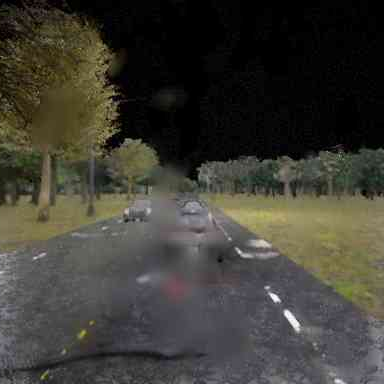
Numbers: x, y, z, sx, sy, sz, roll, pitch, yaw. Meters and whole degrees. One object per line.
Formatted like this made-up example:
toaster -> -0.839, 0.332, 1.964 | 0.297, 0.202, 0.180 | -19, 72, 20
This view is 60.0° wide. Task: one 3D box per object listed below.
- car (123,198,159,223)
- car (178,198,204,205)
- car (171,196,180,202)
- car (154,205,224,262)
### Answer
car -> -3.599, 1.243, 24.240 | 2.097, 1.767, 4.553 | 0, 1, 0
car -> 0.074, 1.406, 27.712 | 1.994, 1.385, 4.181 | 1, 2, 0
car -> -3.519, 1.505, 73.180 | 1.895, 1.301, 4.718 | 0, 0, 0
car -> 0.071, 1.457, 11.970 | 2.128, 1.511, 4.902 | 0, 0, 0
